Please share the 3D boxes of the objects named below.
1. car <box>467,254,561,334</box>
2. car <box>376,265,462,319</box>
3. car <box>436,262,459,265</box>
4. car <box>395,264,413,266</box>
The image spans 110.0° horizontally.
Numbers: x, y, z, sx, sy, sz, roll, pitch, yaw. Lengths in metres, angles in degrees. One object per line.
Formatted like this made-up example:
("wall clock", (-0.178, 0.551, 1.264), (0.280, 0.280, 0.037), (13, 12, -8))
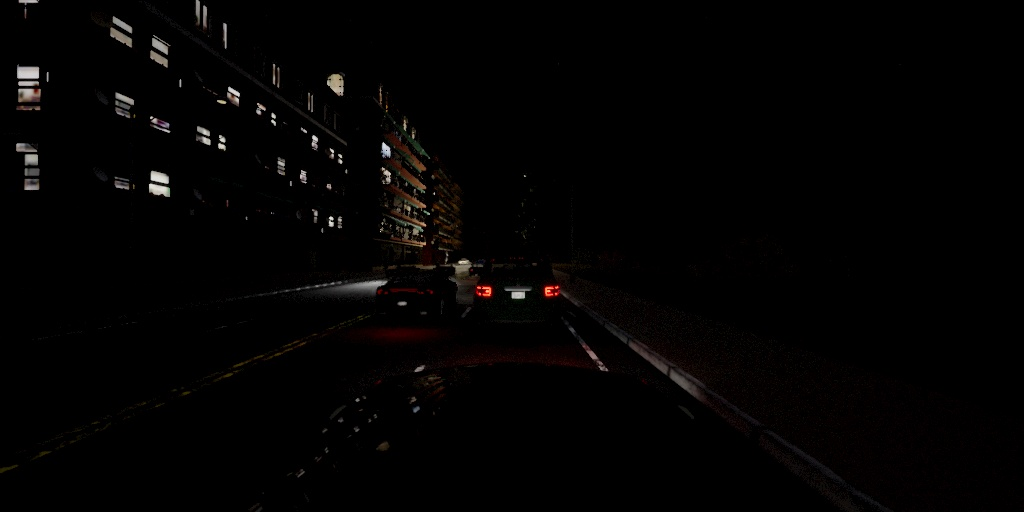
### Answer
("car", (0.101, 0.973, 10.732), (2.150, 2.045, 5.566), (0, 0, -1))
("car", (-3.153, 1.229, 12.776), (1.882, 1.535, 5.008), (0, 0, 0))
("car", (-6.601, 1.355, 34.338), (1.895, 1.301, 4.718), (0, 0, 0))
("car", (-9.852, 1.355, 32.309), (1.895, 1.301, 4.718), (0, 0, 0))
